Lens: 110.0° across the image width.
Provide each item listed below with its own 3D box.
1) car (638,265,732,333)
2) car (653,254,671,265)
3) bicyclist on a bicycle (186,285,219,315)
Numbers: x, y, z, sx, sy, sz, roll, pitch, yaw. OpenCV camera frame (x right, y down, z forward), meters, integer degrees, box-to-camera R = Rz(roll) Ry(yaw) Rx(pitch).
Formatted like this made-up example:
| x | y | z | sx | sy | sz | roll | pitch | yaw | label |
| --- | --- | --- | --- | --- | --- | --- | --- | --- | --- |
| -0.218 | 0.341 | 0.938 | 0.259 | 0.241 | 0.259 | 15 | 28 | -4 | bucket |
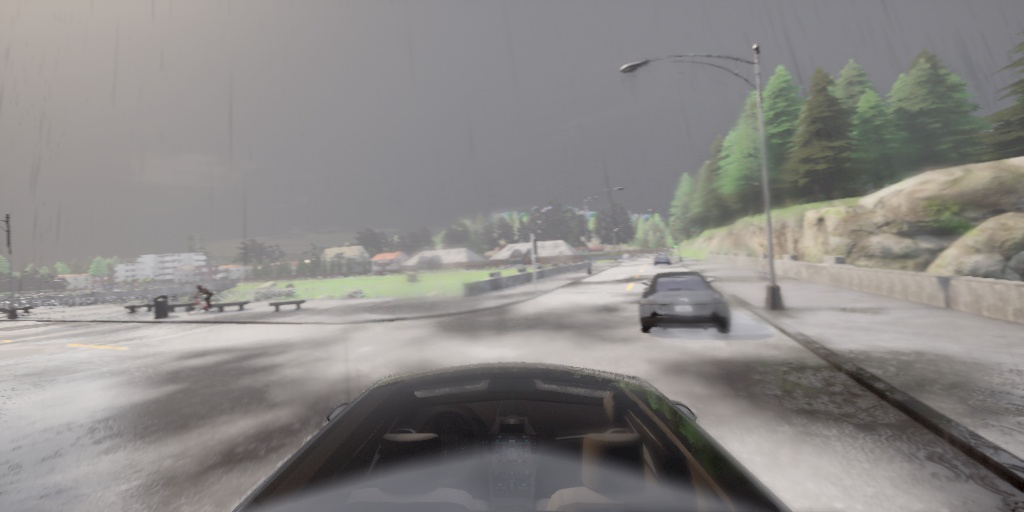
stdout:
| x | y | z | sx | sy | sz | roll | pitch | yaw | label |
| --- | --- | --- | --- | --- | --- | --- | --- | --- | --- |
| 4.526 | 1.097 | 9.759 | 1.994 | 1.385 | 4.181 | -4 | -1 | 22 | car |
| 19.103 | 0.502 | 45.703 | 1.994 | 1.385 | 4.181 | -4 | -1 | 22 | car |
| -17.354 | 2.422 | 20.140 | 0.582 | 1.620 | 1.656 | -4 | 0 | 22 | bicyclist on a bicycle |
